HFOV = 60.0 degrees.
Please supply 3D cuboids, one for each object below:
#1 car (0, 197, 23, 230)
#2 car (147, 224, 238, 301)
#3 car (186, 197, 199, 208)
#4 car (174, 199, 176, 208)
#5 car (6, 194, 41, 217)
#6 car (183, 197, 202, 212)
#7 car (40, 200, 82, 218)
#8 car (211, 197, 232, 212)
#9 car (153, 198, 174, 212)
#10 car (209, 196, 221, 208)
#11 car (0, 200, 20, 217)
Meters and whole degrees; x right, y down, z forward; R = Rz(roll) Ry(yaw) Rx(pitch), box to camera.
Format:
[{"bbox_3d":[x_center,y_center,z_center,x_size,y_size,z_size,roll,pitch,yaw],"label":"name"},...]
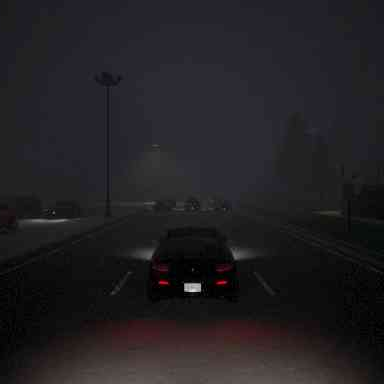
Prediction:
[{"bbox_3d":[-11.488,1.351,17.903,2.097,1.767,4.553,0,0,1],"label":"car"},{"bbox_3d":[0.017,1.526,8.198,1.812,1.442,4.674,0,0,0],"label":"car"},{"bbox_3d":[0.099,1.505,49.228,1.837,1.490,4.892,0,0,0],"label":"car"},{"bbox_3d":[-3.401,1.564,49.235,1.994,1.385,4.181,0,0,0],"label":"car"},{"bbox_3d":[-14.944,1.223,28.613,2.150,2.045,5.566,0,0,0],"label":"car"},{"bbox_3d":[0.078,1.505,38.808,1.837,1.490,4.892,0,0,0],"label":"car"},{"bbox_3d":[-11.440,1.505,29.964,1.837,1.490,4.892,0,0,0],"label":"car"},{"bbox_3d":[3.579,1.601,39.247,1.895,1.301,4.718,0,0,0],"label":"car"},{"bbox_3d":[-3.421,1.526,39.232,1.812,1.442,4.674,0,0,0],"label":"car"},{"bbox_3d":[3.599,1.352,49.191,2.097,1.767,4.553,0,0,0],"label":"car"},{"bbox_3d":[-18.441,1.506,31.472,1.837,1.490,4.892,0,0,0],"label":"car"}]
